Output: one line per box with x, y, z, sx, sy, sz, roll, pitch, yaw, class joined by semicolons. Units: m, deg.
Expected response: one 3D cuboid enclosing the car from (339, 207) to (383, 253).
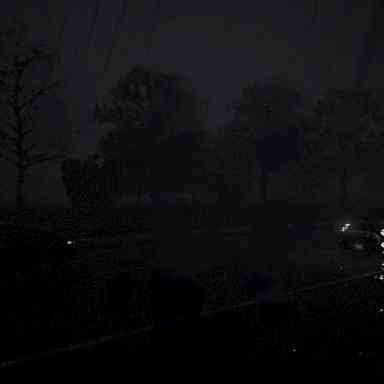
7.856;1.344;12.858;4.553;1.767;2.097;0;0;-29;car

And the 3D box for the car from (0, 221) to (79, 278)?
-5.390;1.505;8.621;4.674;1.442;1.812;0;0;-35;car
